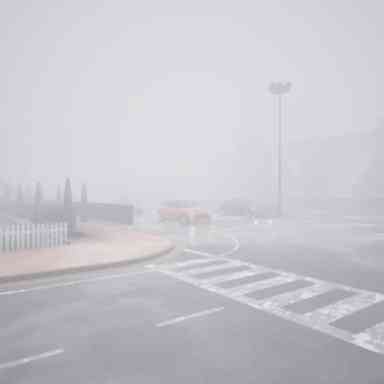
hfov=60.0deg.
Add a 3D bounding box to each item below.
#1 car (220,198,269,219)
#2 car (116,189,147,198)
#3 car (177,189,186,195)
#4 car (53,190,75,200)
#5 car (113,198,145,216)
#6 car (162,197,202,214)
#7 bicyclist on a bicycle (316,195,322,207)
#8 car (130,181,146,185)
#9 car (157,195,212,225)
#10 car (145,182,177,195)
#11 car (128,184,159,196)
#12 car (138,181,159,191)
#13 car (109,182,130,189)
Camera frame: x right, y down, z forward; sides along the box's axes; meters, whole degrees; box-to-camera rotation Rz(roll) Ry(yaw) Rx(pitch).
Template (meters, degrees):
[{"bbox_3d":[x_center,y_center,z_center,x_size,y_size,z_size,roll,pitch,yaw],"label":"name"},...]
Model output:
[{"bbox_3d":[4.511,1.344,28.917,2.097,1.767,4.553,0,0,-37],"label":"car"},{"bbox_3d":[-8.942,0.874,46.687,2.033,1.411,5.357,0,4,-37],"label":"car"},{"bbox_3d":[-3.205,0.059,62.506,1.895,1.301,4.718,0,7,-37],"label":"car"},{"bbox_3d":[-18.289,0.378,47.515,1.895,1.301,4.718,0,6,-37],"label":"car"},{"bbox_3d":[-6.331,1.556,31.615,1.895,1.301,4.718,0,1,-37],"label":"car"},{"bbox_3d":[-1.176,1.418,36.410,1.882,1.535,5.008,0,1,-37],"label":"car"},{"bbox_3d":[18.084,1.287,47.388,1.656,1.620,0.582,0,0,-37],"label":"bicyclist on a bicycle"},{"bbox_3d":[-11.972,-1.424,68.346,2.097,1.767,4.553,0,7,-37],"label":"car"},{"bbox_3d":[-0.598,1.350,24.066,2.097,1.767,4.553,0,0,-37],"label":"car"},{"bbox_3d":[-5.729,-0.272,60.039,2.150,2.045,5.566,0,6,-37],"label":"car"},{"bbox_3d":[-8.532,0.056,57.943,2.033,1.411,5.357,0,6,-37],"label":"car"},{"bbox_3d":[-9.199,-1.364,70.482,2.128,1.511,4.902,0,7,-37],"label":"car"},{"bbox_3d":[-14.796,-1.303,66.278,1.882,1.535,5.008,0,7,-37],"label":"car"}]
